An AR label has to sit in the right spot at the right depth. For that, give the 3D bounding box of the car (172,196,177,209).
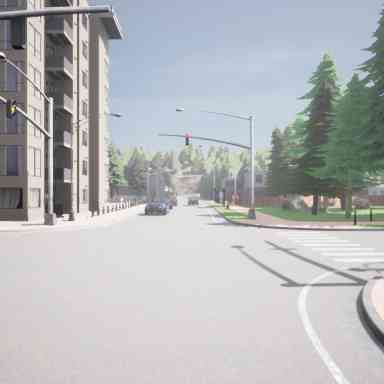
[{"bbox_3d":[-3.413,1.491,42.518,2.128,1.511,4.902,0,0,1],"label":"car"}]

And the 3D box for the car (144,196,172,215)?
[{"bbox_3d":[-3.455,1.352,33.300,2.097,1.767,4.553,0,0,0],"label":"car"}]

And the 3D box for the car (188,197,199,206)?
[{"bbox_3d":[0.225,1.547,55.778,2.033,1.411,5.357,0,0,0],"label":"car"}]
